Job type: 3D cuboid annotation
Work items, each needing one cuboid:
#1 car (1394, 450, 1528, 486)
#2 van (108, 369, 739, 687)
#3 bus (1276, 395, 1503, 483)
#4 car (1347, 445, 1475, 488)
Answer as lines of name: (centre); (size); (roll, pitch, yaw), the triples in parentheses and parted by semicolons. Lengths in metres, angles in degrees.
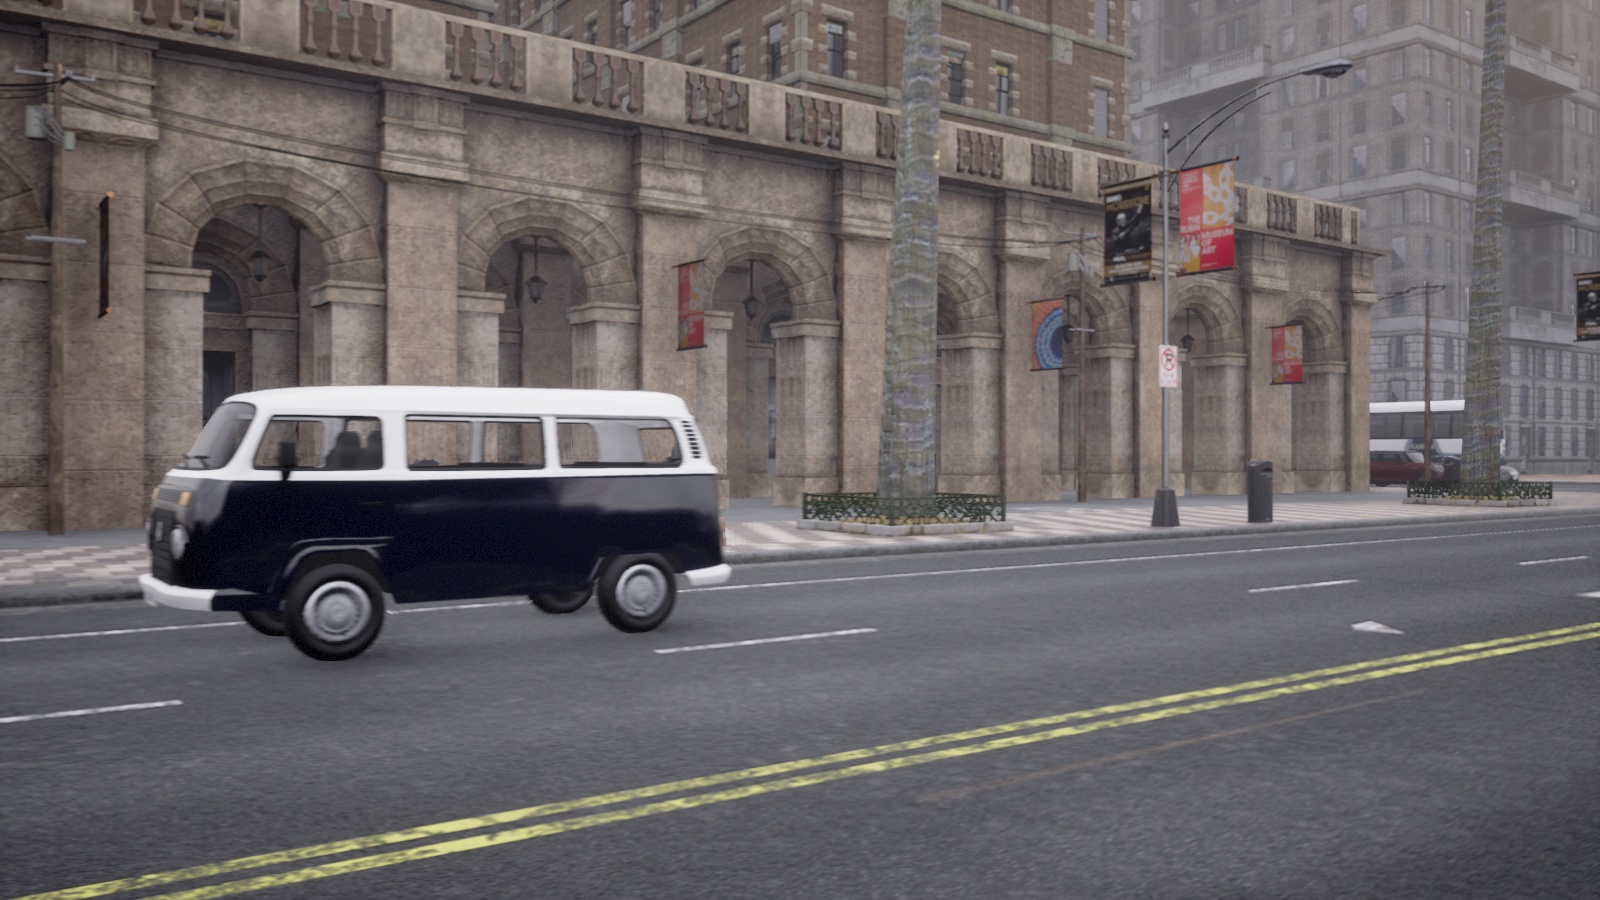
car: (29.659, 0.786, 56.489); (2.128, 1.511, 4.902); (0, 0, -35)
van: (-2.942, 0.503, 10.205); (4.480, 2.038, 2.069); (0, 0, -36)
bus: (31.008, -0.522, 66.639); (3.944, 4.253, 10.273); (0, 0, -35)
car: (26.588, 0.691, 54.776); (2.097, 1.767, 4.553); (0, 0, -35)
